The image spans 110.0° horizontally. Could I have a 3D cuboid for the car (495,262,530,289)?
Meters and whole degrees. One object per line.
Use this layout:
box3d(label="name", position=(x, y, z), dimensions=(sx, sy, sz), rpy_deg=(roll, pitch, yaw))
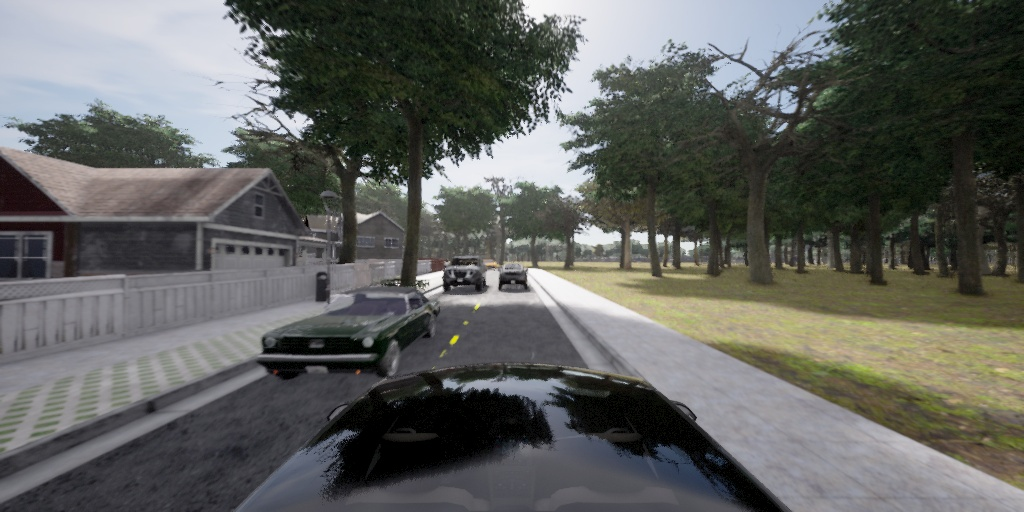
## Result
box3d(label="car", position=(0.071, 1.273, 23.603), dimensions=(1.837, 1.490, 4.892), rpy_deg=(0, 0, 0))

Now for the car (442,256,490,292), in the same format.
box3d(label="car", position=(-2.773, 0.989, 22.062), dimensions=(2.150, 2.045, 5.566), rpy_deg=(0, 0, 0))

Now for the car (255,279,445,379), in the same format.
box3d(label="car", position=(-2.845, 1.354, 7.433), dimensions=(1.895, 1.301, 4.718), rpy_deg=(0, 0, 0))

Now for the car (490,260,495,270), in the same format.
box3d(label="car", position=(-3.330, 1.271, 52.222), dimensions=(1.882, 1.535, 5.008), rpy_deg=(1, 0, -12))
